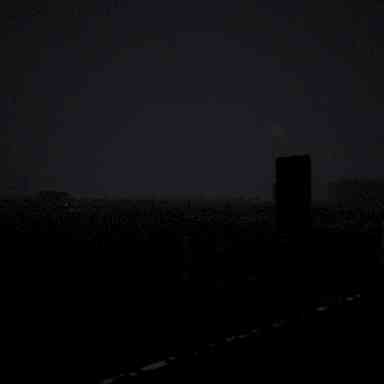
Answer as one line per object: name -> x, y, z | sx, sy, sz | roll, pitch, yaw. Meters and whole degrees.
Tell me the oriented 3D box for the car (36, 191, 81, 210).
car -> -15.413, 0.889, 38.273 | 5.566, 2.045, 2.150 | 1, 0, 28
